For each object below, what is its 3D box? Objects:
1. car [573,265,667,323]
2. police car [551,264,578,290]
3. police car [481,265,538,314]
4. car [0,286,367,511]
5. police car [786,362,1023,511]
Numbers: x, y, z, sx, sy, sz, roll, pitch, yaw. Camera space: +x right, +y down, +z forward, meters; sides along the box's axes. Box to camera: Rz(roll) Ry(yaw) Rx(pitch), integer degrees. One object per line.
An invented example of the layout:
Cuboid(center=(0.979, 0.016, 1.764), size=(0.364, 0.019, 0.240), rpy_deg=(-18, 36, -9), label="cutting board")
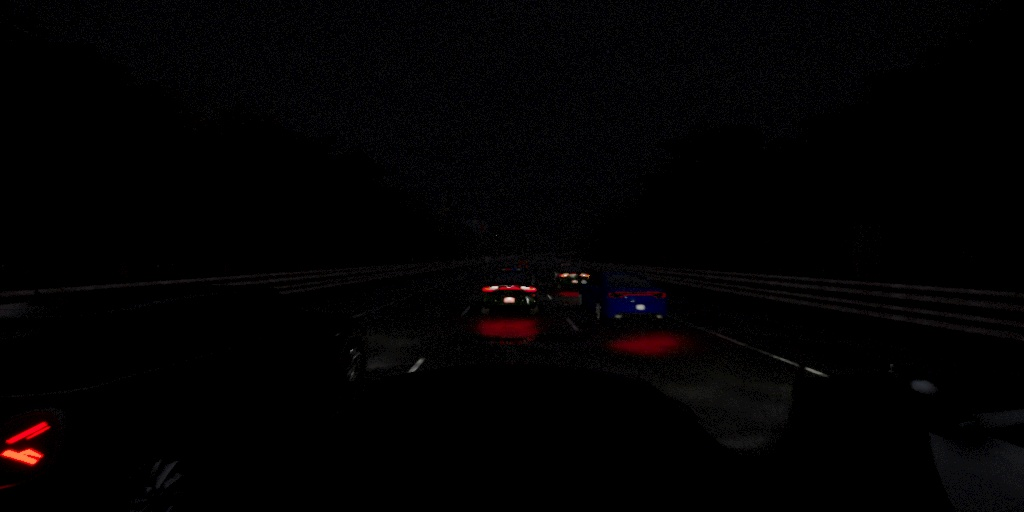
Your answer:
Cuboid(center=(3.544, 1.255, 12.311), size=(1.882, 1.535, 5.008), rpy_deg=(0, 0, 1), label="car")
Cuboid(center=(3.690, 1.308, 23.236), size=(2.038, 1.542, 4.974), rpy_deg=(0, 0, 1), label="police car")
Cuboid(center=(-0.028, 1.280, 14.132), size=(2.038, 1.542, 4.974), rpy_deg=(0, 0, 1), label="police car")
Cuboid(center=(-3.402, 1.104, 3.989), size=(2.097, 1.767, 4.553), rpy_deg=(0, 0, 0), label="car")
Cuboid(center=(3.496, 1.257, 1.385), size=(2.038, 1.542, 4.974), rpy_deg=(0, 0, 0), label="police car")
